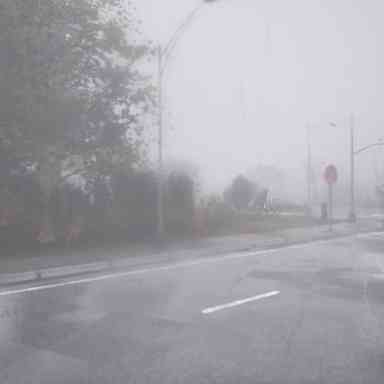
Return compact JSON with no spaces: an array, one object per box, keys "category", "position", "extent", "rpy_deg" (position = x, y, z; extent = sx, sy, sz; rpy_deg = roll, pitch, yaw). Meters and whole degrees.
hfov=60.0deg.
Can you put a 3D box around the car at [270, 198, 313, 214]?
[{"category":"car","position":[9.613,1.373,33.040],"extent":[1.882,1.535,5.008],"rpy_deg":[0,2,-32]}]
